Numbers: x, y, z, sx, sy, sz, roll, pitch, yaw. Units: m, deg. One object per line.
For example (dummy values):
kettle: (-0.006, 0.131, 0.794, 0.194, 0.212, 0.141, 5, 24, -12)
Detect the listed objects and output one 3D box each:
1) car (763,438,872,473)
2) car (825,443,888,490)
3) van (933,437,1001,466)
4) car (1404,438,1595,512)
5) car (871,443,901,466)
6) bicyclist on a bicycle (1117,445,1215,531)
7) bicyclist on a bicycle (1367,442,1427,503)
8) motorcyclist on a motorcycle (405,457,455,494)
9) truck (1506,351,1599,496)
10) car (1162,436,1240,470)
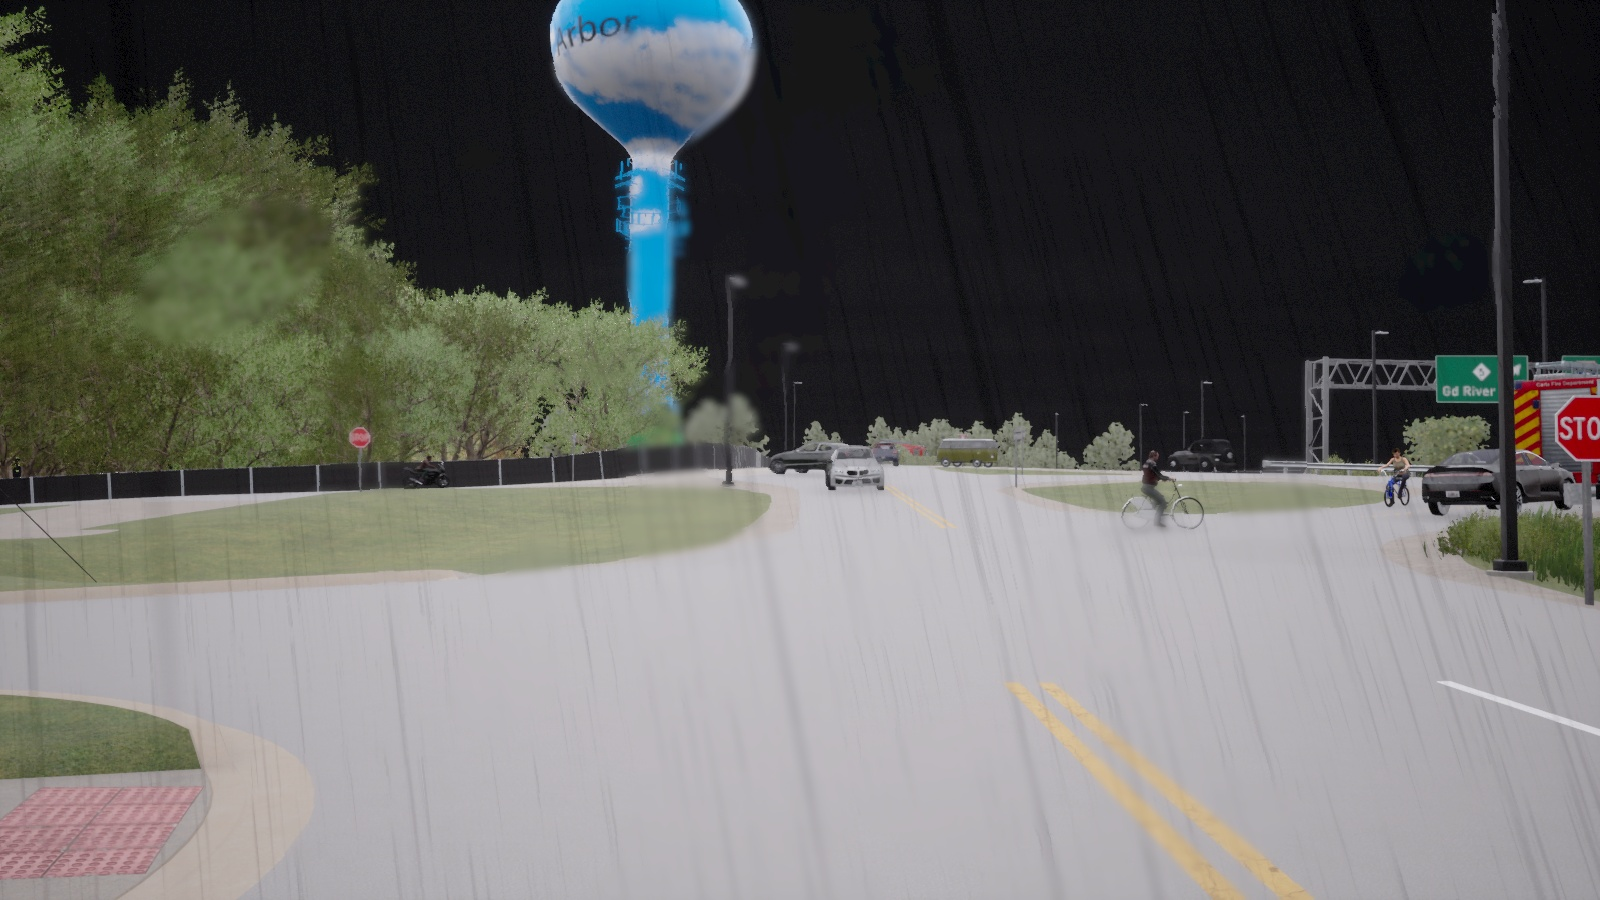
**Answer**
car: (0.836, 0.261, 61.684, 5.027, 1.651, 2.152, 0, 1, 37)
car: (2.168, 0.614, 49.549, 2.242, 1.667, 4.611, 0, 2, -1)
van: (11.548, 0.116, 87.068, 4.442, 1.987, 1.775, 0, 0, 40)
car: (16.470, 0.559, 29.490, 4.902, 1.511, 2.128, -2, -1, -38)
car: (5.647, 0.292, 82.086, 1.845, 1.501, 3.633, 0, 0, 6)
bicyclist on a bicycle: (7.976, 0.826, 27.397, 1.843, 1.776, 0.659, -3, -1, -7)
bicyclist on a bicycle: (16.471, 0.621, 34.637, 1.509, 1.612, 0.866, -2, -1, -41)
motorcyclist on a motorcycle: (-16.592, 1.129, 56.289, 2.044, 1.523, 0.797, -2, 0, -13)
truck: (23.875, -0.754, 36.677, 8.468, 3.827, 2.891, -1, -1, -41)
car: (22.850, 0.157, 71.667, 1.905, 1.878, 3.866, 1, -1, -31)
